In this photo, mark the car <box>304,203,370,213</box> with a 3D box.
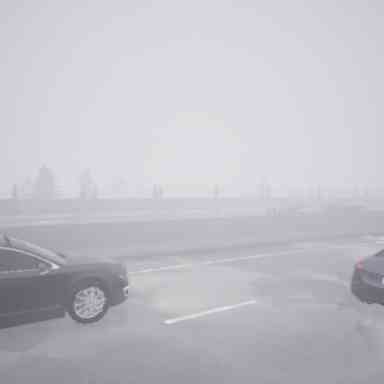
[{"bbox_3d":[9.759,1.546,21.036,4.718,1.301,1.895,0,0,-23],"label":"car"}]

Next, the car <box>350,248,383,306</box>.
[{"bbox_3d":[5.207,1.552,6.762,4.181,1.385,1.994,0,0,-30],"label":"car"}]

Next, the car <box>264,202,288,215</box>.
[{"bbox_3d":[8.524,1.515,28.088,4.718,1.301,1.895,0,0,-22],"label":"car"}]

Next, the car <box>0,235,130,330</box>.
[{"bbox_3d":[-3.433,1.471,5.449,4.892,1.490,1.837,0,0,-35],"label":"car"}]

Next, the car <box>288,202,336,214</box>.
[{"bbox_3d":[10.278,1.479,25.058,5.357,1.411,2.033,0,0,-23],"label":"car"}]
